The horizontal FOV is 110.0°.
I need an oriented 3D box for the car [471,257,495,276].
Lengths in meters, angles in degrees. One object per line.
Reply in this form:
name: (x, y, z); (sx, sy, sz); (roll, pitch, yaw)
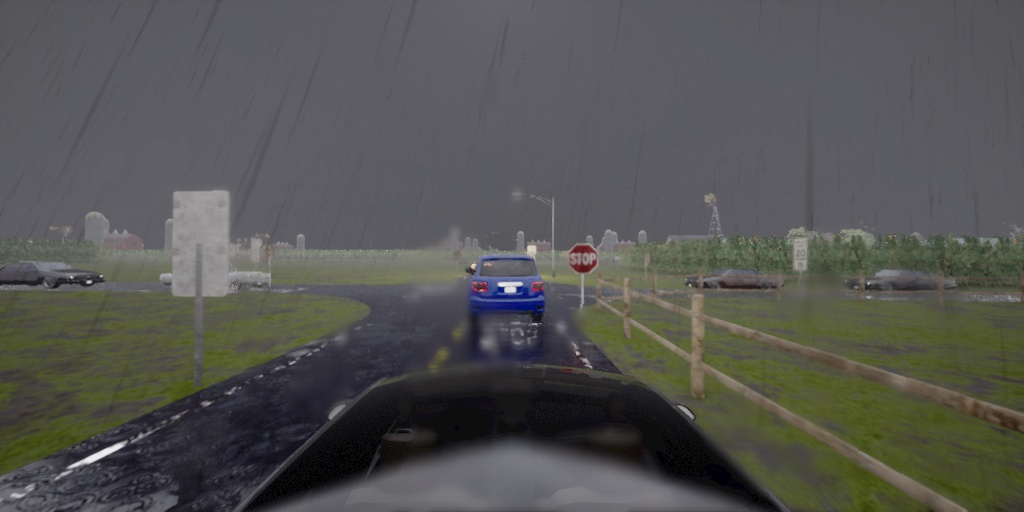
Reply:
car: (-2.855, 1.038, 36.112); (2.097, 1.767, 4.553); (0, 0, 0)

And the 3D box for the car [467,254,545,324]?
car: (-0.369, 0.954, 12.124); (2.150, 2.045, 5.566); (0, 1, -7)

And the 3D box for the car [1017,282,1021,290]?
car: (34.766, 1.712, 21.988); (5.357, 1.411, 2.033); (1, -1, 0)

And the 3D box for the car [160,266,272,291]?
car: (-15.675, 1.144, 19.212); (4.718, 1.301, 1.895); (1, -1, 0)

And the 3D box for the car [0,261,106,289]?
car: (-25.340, 0.988, 19.239); (5.357, 1.411, 2.033); (1, -1, 0)

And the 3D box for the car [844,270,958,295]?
car: (23.811, 1.578, 22.035); (5.357, 1.411, 2.033); (1, -1, 0)

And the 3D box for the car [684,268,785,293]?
car: (13.637, 1.459, 22.085); (5.357, 1.411, 2.033); (1, -1, 1)

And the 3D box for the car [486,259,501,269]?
car: (-2.847, 1.182, 56.675); (2.033, 1.411, 5.357); (0, 0, 0)
